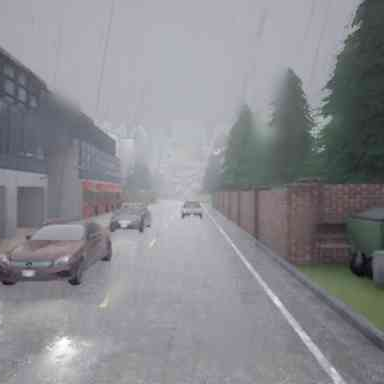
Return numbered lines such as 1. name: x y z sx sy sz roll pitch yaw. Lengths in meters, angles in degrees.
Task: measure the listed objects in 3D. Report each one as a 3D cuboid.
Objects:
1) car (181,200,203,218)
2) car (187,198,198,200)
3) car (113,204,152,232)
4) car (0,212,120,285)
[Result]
1. car: 0.001 1.634 30.092 1.895 1.301 4.718 0 0 0
2. car: 0.037 1.527 44.541 1.882 1.535 5.008 0 0 0
3. car: -3.566 1.514 20.041 2.128 1.511 4.902 0 0 0
4. car: -3.598 1.536 9.661 1.812 1.442 4.674 0 0 0
